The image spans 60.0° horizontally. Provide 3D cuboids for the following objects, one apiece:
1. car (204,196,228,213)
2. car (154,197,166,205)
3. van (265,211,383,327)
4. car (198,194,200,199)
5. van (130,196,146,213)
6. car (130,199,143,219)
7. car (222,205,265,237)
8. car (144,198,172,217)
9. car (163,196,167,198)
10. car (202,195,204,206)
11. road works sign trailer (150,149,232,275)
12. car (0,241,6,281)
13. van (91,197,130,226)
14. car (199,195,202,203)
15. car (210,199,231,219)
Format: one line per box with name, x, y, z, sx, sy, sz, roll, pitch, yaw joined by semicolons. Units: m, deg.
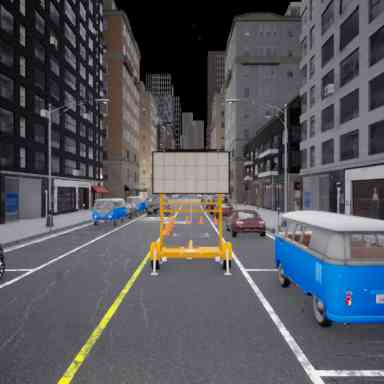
car;2.759;1.315;34.262;2.192;1.841;5.009;0;0;0
car;-5.844;1.591;61.744;1.802;1.307;4.206;0;0;0
van;2.837;1.341;6.755;1.690;1.788;3.998;0;0;0
car;2.666;1.578;67.270;1.947;1.339;4.313;0;0;0
van;-5.766;1.342;34.238;1.690;1.788;3.998;0;0;0
car;-5.750;1.551;28.736;2.008;1.369;4.403;0;0;0
car;2.806;1.581;17.758;1.802;1.307;4.206;0;0;0
car;-3.089;1.564;31.642;1.994;1.385;4.181;0;0;0
car;-5.828;1.573;56.243;1.947;1.339;4.313;0;0;0
car;2.728;1.443;45.265;1.967;1.590;4.097;0;0;0
road works sign trailer;-0.029;0.464;10.425;2.380;3.560;2.880;0;0;0
car;-5.688;1.440;6.731;1.967;1.590;4.097;0;0;0
van;-5.735;1.341;23.236;1.690;1.788;3.998;0;0;0
car;2.697;1.558;56.267;2.008;1.369;4.403;0;0;0
car;2.775;1.582;28.760;1.802;1.307;4.206;0;0;0
